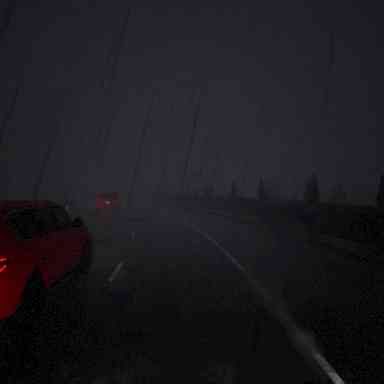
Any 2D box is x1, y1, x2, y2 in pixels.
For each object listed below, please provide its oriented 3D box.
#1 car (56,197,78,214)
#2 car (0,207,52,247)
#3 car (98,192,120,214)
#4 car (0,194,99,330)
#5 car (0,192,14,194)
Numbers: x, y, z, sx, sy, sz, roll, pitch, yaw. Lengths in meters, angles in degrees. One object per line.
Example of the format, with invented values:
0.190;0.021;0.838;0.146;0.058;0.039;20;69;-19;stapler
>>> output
-12.267;1.280;32.921;1.812;1.442;4.674;0;0;-18;car
-8.047;1.487;15.210;1.895;1.301;4.718;0;0;-8;car
-8.020;0.987;31.248;2.150;2.045;5.566;0;0;-16;car
-3.685;1.170;6.857;2.150;2.045;5.566;0;0;-3;car
-25.135;1.019;44.869;2.097;1.767;4.553;0;1;-28;car
